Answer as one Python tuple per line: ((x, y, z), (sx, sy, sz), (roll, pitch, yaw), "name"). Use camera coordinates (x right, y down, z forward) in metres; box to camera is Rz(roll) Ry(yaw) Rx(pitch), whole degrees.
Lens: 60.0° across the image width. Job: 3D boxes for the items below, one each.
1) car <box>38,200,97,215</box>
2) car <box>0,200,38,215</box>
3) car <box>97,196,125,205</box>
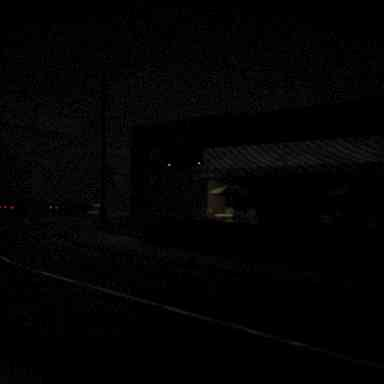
((-12.108, 1.459, 32.813), (2.033, 1.411, 5.357), (0, 0, 19), "car")
((-16.059, 1.436, 32.343), (2.033, 1.411, 5.357), (0, 0, 15), "car")
((-13.886, 1.433, 56.442), (2.033, 1.411, 5.357), (0, 0, 35), "car")
